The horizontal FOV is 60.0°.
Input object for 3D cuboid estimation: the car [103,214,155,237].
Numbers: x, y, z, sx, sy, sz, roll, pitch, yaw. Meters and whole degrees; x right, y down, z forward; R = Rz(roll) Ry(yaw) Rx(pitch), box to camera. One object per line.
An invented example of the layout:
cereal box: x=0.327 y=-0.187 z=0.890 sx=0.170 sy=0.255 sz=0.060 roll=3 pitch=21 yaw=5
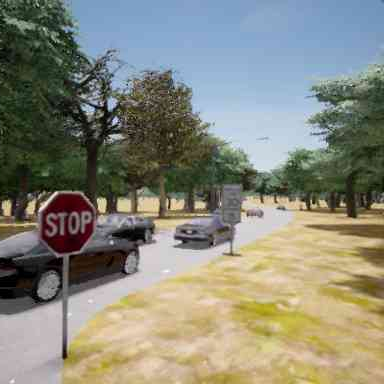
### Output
car: x=-3.565 y=1.820 z=15.916 sx=2.128 sy=1.511 sz=4.902 roll=1 pitch=-1 yaw=24

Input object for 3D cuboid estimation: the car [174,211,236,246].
car: x=0.875 y=2.029 z=18.185 sx=2.033 sy=1.411 sz=5.357 roll=1 pitch=-1 yaw=24

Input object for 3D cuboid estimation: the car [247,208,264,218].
car: x=9.052 y=2.931 z=47.341 sx=1.994 sy=1.385 sz=4.181 roll=1 pitch=-2 yaw=19

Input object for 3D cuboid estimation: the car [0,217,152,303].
car: x=-3.343 y=1.683 z=8.967 sx=1.882 sy=1.535 sz=5.008 roll=1 pitch=-1 yaw=25

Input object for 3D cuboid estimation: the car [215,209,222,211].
car: x=2.914 y=2.306 z=31.152 sx=2.128 sy=1.511 sz=4.902 roll=1 pitch=-1 yaw=22

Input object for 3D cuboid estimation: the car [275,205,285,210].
car: x=22.970 y=3.995 z=85.785 sx=1.994 sy=1.385 sz=4.181 roll=1 pitch=-1 yaw=12
